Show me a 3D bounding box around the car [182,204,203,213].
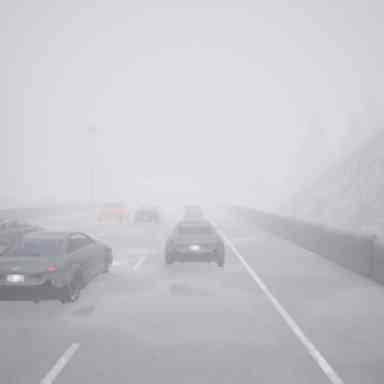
[{"bbox_3d":[0.092,1.871,31.110,2.033,1.411,5.357,0,-1,0],"label":"car"}]

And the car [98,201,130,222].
[{"bbox_3d":[-6.907,1.667,29.946,2.097,1.767,4.553,0,-1,0],"label":"car"}]

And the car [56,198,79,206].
[{"bbox_3d":[-21.042,2.082,57.241,1.882,1.535,5.008,0,-1,1],"label":"car"}]

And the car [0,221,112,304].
[{"bbox_3d":[-3.401,1.654,8.421,1.994,1.385,4.181,0,-1,0],"label":"car"}]

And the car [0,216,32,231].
[{"bbox_3d":[-6.901,1.620,11.977,2.128,1.511,4.902,0,-1,0],"label":"car"}]

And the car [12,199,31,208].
[{"bbox_3d":[-28.042,2.163,56.563,1.994,1.385,4.181,0,-1,1],"label":"car"}]

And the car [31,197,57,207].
[{"bbox_3d":[-24.539,1.819,56.502,2.150,2.045,5.566,0,-1,1],"label":"car"}]

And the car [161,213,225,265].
[{"bbox_3d":[0.094,1.691,12.154,1.994,1.385,4.181,0,-1,0],"label":"car"}]

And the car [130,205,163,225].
[{"bbox_3d":[-3.407,1.759,26.885,1.882,1.535,5.008,0,-1,0],"label":"car"}]

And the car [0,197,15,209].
[{"bbox_3d":[-31.534,1.809,55.313,2.150,2.045,5.566,0,0,1],"label":"car"}]
